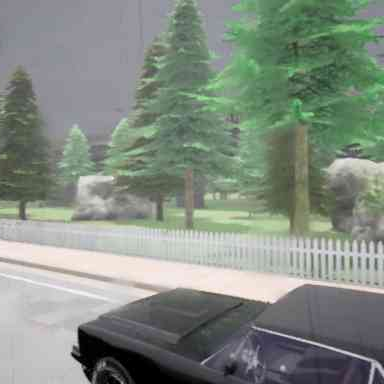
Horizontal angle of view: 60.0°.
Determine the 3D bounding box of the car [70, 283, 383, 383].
[{"bbox_3d":[0.985,1.595,3.038,4.718,1.301,1.895,-1,0,36],"label":"car"}]
